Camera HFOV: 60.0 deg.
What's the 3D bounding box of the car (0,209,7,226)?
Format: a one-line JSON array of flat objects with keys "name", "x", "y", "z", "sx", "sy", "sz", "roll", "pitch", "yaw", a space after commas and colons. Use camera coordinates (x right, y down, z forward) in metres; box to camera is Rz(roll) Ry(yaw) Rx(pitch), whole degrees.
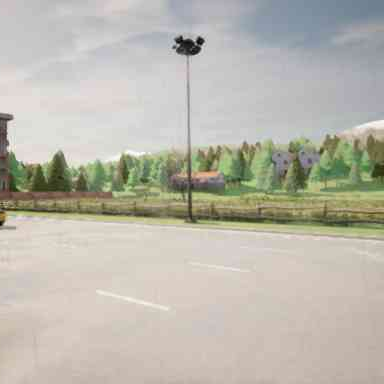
[{"name": "car", "x": -14.713, "y": 1.591, "z": 22.886, "sx": 5.008, "sy": 1.535, "sz": 1.882, "roll": -1, "pitch": 0, "yaw": 35}]
